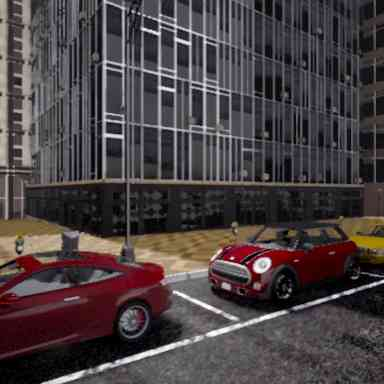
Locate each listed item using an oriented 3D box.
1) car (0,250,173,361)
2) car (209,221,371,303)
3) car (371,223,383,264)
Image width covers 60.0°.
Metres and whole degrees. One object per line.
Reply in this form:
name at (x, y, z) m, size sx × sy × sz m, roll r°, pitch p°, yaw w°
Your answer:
car at (-2.267, 1.591, 4.952) m, size 4.206 × 1.307 × 1.802 m, roll 1°, pitch -1°, yaw -36°
car at (2.358, 1.504, 8.258) m, size 4.097 × 1.590 × 1.967 m, roll 1°, pitch -1°, yaw -36°
car at (6.843, 1.643, 11.462) m, size 4.829 × 1.417 × 1.752 m, roll 1°, pitch -1°, yaw -36°
